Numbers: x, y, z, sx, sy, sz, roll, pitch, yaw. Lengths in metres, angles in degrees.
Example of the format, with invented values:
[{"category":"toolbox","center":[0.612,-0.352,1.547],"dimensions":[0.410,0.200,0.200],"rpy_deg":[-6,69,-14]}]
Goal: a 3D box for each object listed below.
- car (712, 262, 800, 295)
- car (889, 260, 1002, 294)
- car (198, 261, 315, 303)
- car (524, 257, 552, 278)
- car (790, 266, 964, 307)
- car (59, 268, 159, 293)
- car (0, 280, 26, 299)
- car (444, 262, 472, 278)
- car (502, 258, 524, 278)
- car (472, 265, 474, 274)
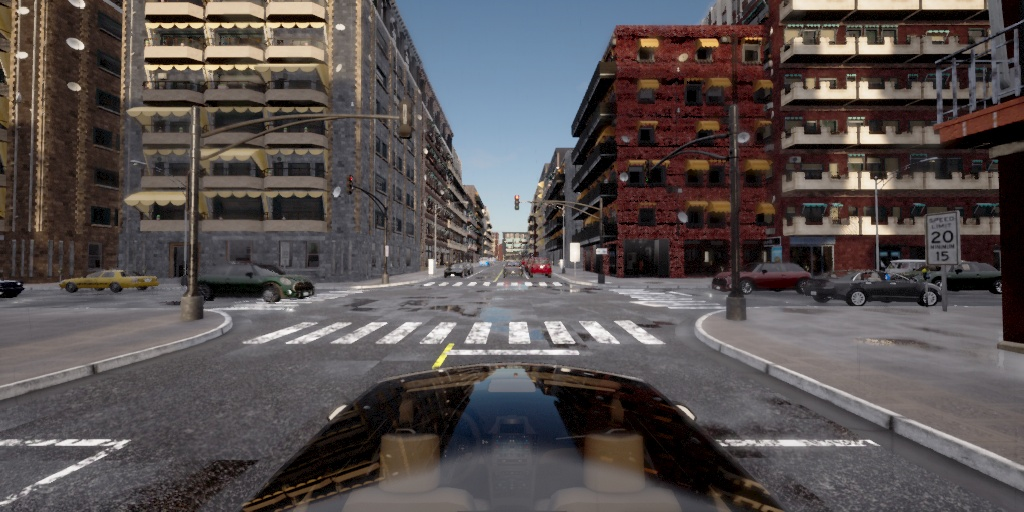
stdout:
[{"category":"car","center":[13.236,1.102,19.159],"dimensions":[4.553,1.767,2.097],"rpy_deg":[0,-1,-1]},{"category":"car","center":[23.085,1.079,19.145],"dimensions":[4.553,1.767,2.097],"rpy_deg":[0,-1,0]},{"category":"car","center":[-11.374,1.105,16.067],"dimensions":[4.553,1.767,2.097],"rpy_deg":[0,-1,4]},{"category":"car","center":[2.604,1.078,34.053],"dimensions":[2.192,1.841,5.009],"rpy_deg":[0,0,0]},{"category":"car","center":[13.759,1.186,13.747],"dimensions":[4.403,1.370,2.007],"rpy_deg":[0,0,0]},{"category":"car","center":[-24.420,1.436,21.762],"dimensions":[4.829,1.417,1.751],"rpy_deg":[0,0,0]},{"category":"car","center":[-25.601,1.402,16.365],"dimensions":[4.718,1.301,1.895],"rpy_deg":[0,-1,0]},{"category":"car","center":[-5.277,1.329,34.017],"dimensions":[1.948,1.339,4.313],"rpy_deg":[0,0,0]},{"category":"car","center":[0.124,1.255,34.849],"dimensions":[2.128,1.511,4.902],"rpy_deg":[0,0,0]},{"category":"car","center":[-5.271,1.332,39.578],"dimensions":[1.948,1.339,4.313],"rpy_deg":[0,0,0]}]
